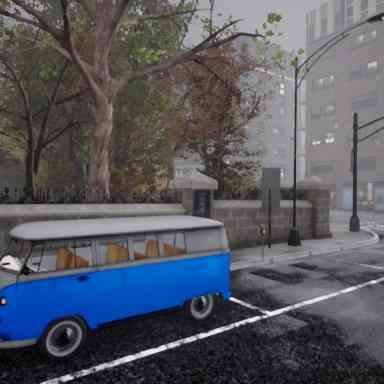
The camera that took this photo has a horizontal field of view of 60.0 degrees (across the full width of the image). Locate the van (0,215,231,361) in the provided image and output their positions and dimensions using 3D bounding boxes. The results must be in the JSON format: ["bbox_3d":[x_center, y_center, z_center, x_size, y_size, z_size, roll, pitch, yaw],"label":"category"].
[{"bbox_3d":[-1.188,1.341,5.642,3.998,1.788,1.690,0,1,-35],"label":"van"}]
